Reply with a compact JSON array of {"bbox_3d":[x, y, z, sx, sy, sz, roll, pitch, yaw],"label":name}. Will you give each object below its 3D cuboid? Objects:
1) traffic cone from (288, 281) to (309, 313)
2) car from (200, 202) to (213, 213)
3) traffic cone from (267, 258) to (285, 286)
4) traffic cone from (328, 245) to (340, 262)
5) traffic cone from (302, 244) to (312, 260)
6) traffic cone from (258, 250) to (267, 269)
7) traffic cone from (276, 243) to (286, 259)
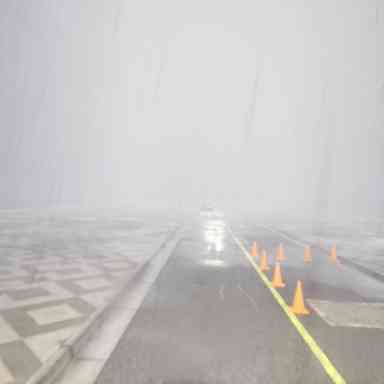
[{"bbox_3d":[2.186,2.127,6.823,0.340,0.580,0.340,2,-1,2],"label":"traffic cone"},{"bbox_3d":[2.125,2.201,48.762,2.033,1.411,5.357,2,-1,2],"label":"car"},{"bbox_3d":[2.265,2.153,8.821,0.340,0.580,0.340,2,-1,2],"label":"traffic cone"},{"bbox_3d":[5.418,2.332,12.698,0.340,0.580,0.340,3,-1,2],"label":"traffic cone"},{"bbox_3d":[4.418,2.290,12.738,0.340,0.580,0.340,2,-1,2],"label":"traffic cone"},{"bbox_3d":[2.344,2.180,10.819,0.340,0.580,0.340,2,-1,2],"label":"traffic cone"},{"bbox_3d":[3.420,2.248,12.778,0.340,0.580,0.340,2,-1,2],"label":"traffic cone"}]
